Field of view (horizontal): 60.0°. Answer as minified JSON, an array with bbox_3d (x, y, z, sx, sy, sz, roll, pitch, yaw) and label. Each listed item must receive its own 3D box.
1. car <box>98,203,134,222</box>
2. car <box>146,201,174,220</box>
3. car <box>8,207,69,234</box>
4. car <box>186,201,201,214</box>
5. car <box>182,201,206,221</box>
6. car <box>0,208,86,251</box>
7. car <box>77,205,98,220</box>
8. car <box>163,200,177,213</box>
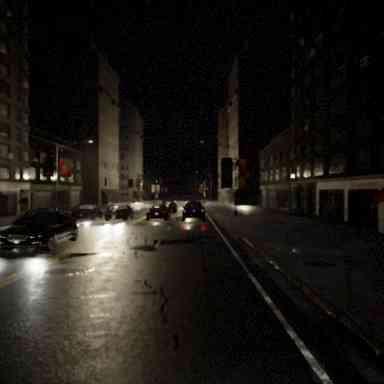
[{"bbox_3d":[-6.431,1.785,29.820,2.128,1.511,4.902,0,-1,1],"label":"car"},{"bbox_3d":[-3.085,1.872,31.060,1.994,1.385,4.181,0,0,0],"label":"car"},{"bbox_3d":[-9.759,1.773,21.613,1.994,1.385,4.181,0,0,1],"label":"car"},{"bbox_3d":[0.195,1.933,43.723,1.837,1.490,4.892,0,0,0],"label":"car"},{"bbox_3d":[0.162,1.658,30.439,2.097,1.767,4.553,0,-1,0],"label":"car"},{"bbox_3d":[-6.554,1.651,14.854,1.837,1.490,4.892,0,-1,0],"label":"car"},{"bbox_3d":[-9.667,1.864,31.001,1.994,1.385,4.181,0,-1,0],"label":"car"},{"bbox_3d":[-3.057,1.771,43.469,2.097,1.767,4.553,0,-1,0],"label":"car"}]
